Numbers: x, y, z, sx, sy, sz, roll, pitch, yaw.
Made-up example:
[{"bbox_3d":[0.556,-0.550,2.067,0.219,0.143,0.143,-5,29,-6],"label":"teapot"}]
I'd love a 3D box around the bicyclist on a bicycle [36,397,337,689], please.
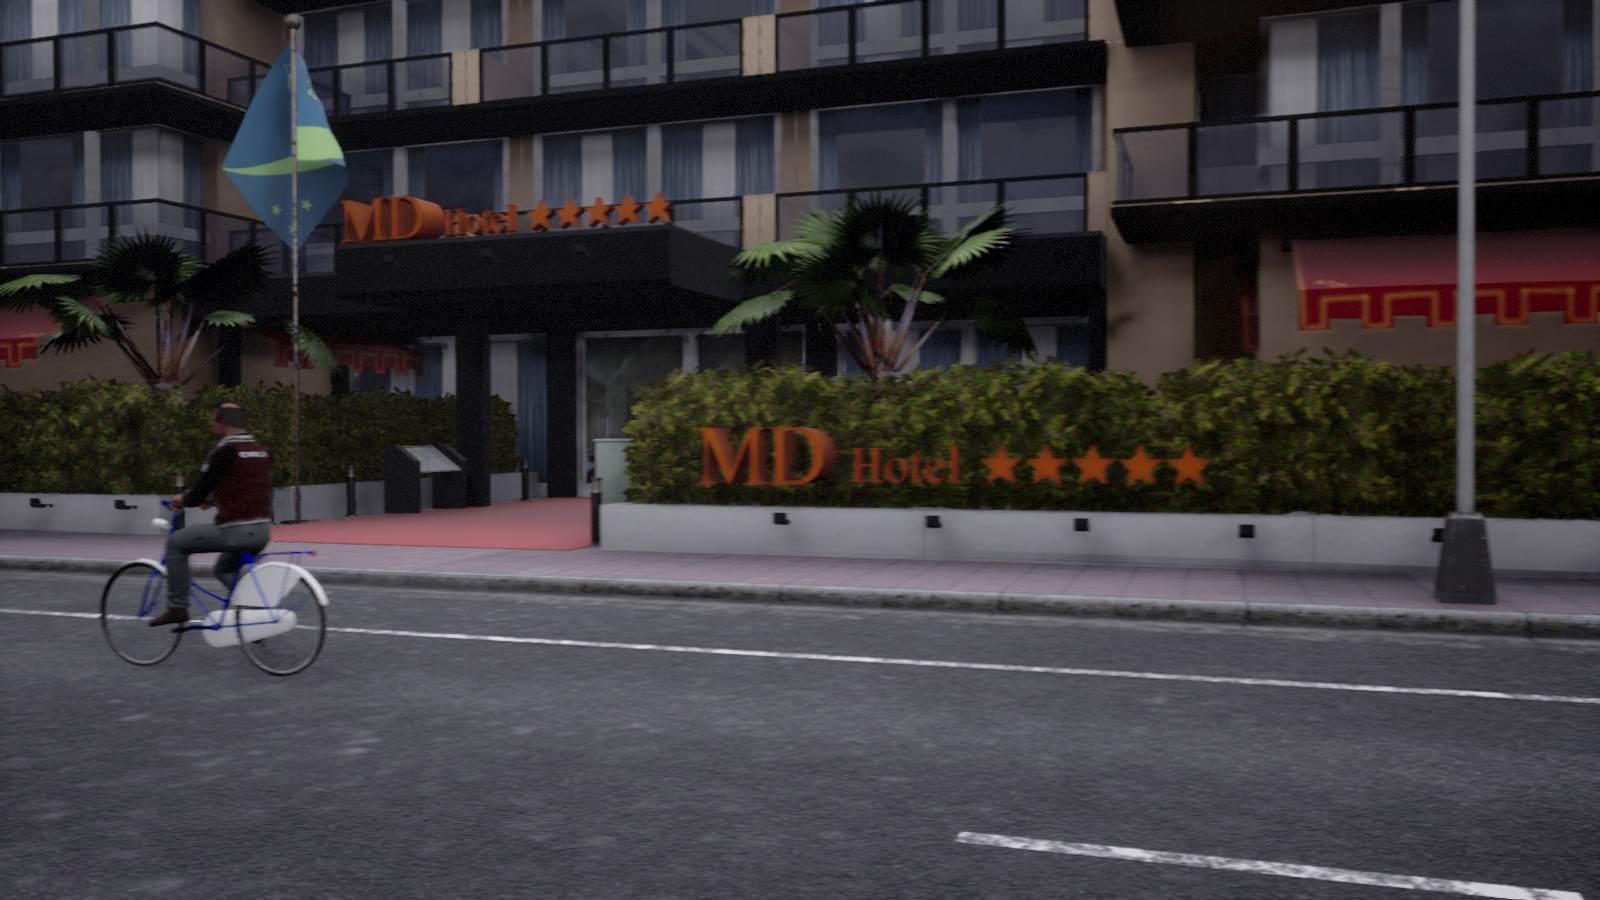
[{"bbox_3d":[-4.022,0.550,8.236,1.843,1.776,0.659,1,1,19],"label":"bicyclist on a bicycle"}]
